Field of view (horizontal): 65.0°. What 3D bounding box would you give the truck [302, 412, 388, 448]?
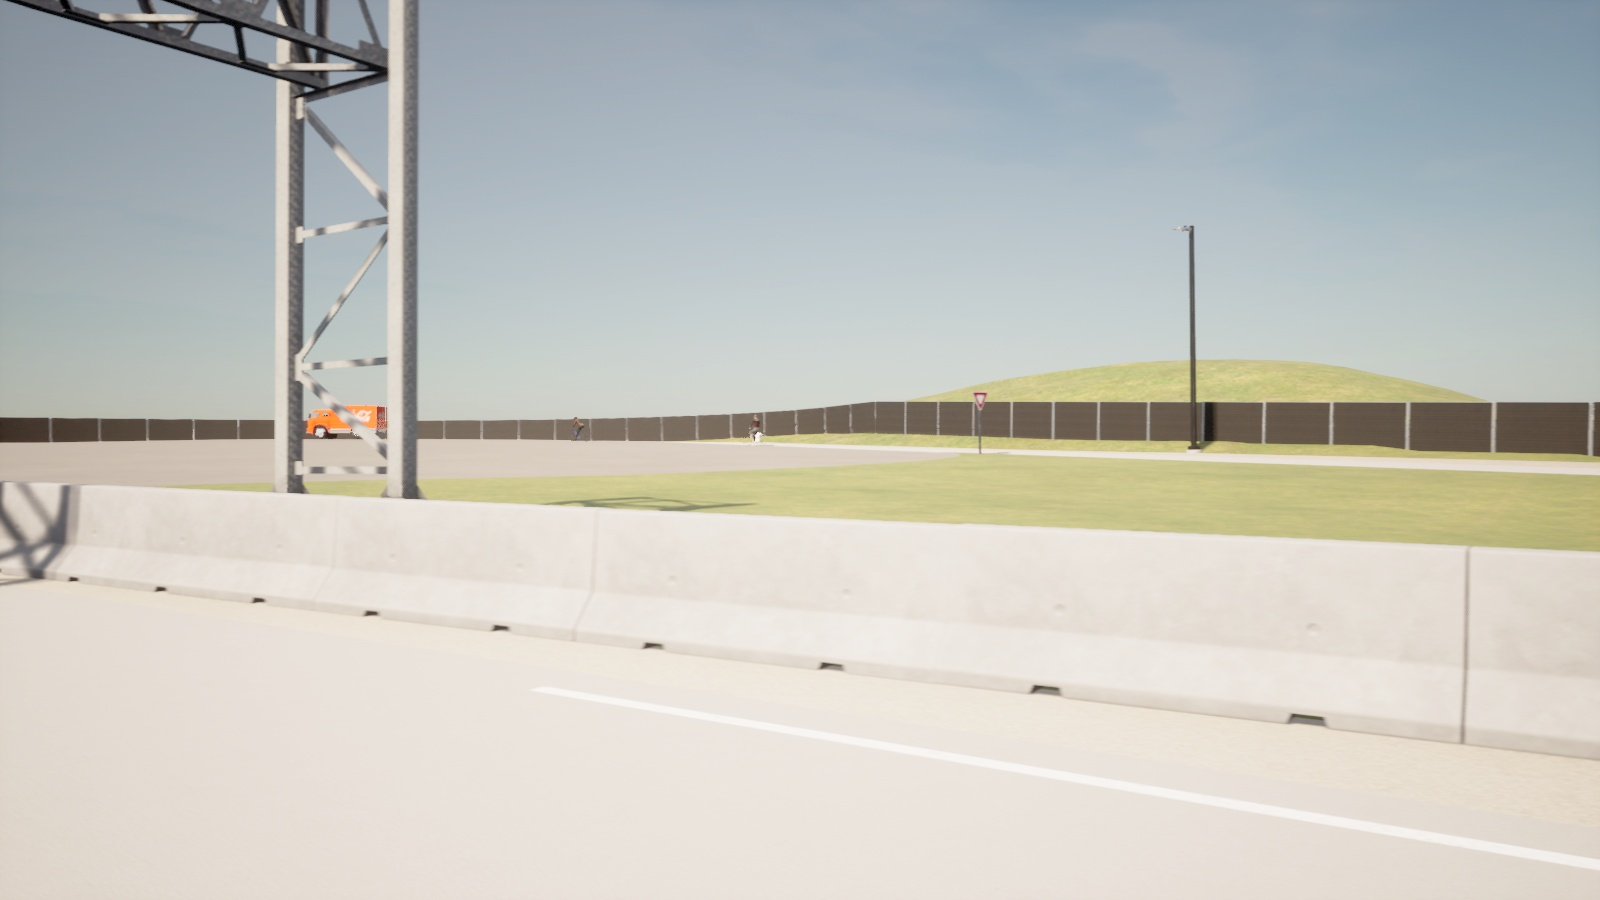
[{"bbox_3d":[-32.819,-1.408,90.619,5.204,2.467,2.627,-1,0,0],"label":"truck"}]
